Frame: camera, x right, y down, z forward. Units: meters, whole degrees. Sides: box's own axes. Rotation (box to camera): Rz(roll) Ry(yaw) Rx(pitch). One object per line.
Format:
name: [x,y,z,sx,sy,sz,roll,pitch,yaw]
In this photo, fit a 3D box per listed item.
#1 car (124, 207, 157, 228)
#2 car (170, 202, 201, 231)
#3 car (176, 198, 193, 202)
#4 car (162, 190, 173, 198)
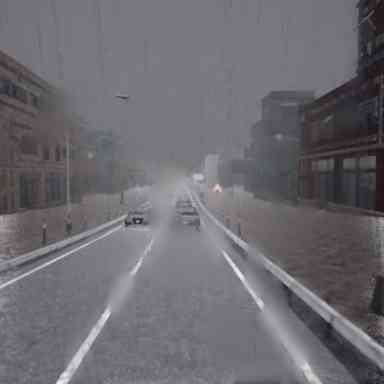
car: [-3.679,1.771,24.285,1.994,1.385,4.181,0,0,-2]
car: [-0.434,1.688,22.471,2.128,1.511,4.902,0,0,-2]
car: [-0.942,1.440,40.787,2.128,1.511,4.902,0,2,-2]
car: [-4.737,0.368,65.577,2.128,1.511,4.902,0,3,-1]
